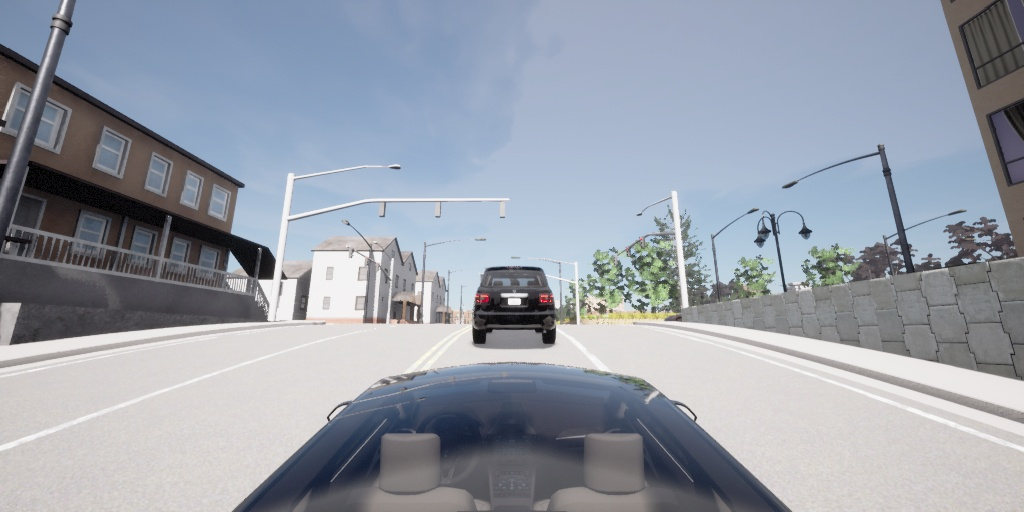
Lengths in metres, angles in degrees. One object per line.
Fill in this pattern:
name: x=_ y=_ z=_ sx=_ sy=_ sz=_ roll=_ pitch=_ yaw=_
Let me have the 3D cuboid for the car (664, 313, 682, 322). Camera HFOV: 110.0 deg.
car: x=15.858 y=5.445 z=31.691 sx=4.553 sy=1.767 sz=2.097 roll=0 pitch=-12 yaw=1

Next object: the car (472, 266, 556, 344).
car: x=0.060 y=1.499 z=11.143 sx=2.150 sy=2.045 sz=5.566 roll=0 pitch=-7 yaw=0
